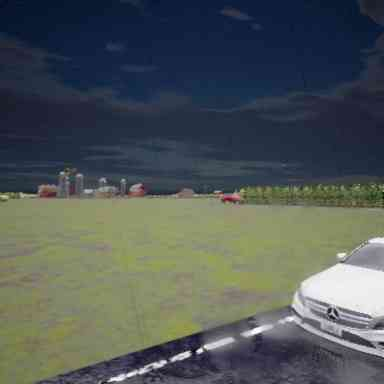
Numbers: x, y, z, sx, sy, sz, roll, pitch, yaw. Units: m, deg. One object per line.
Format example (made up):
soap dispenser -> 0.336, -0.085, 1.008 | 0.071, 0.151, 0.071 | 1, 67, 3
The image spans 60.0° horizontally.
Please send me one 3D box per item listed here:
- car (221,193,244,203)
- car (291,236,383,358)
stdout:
car -> 8.363, 1.318, 69.398 | 2.150, 2.045, 5.566 | 0, -1, -35
car -> 3.730, 1.525, 5.730 | 4.674, 1.442, 1.812 | 0, 0, -35
